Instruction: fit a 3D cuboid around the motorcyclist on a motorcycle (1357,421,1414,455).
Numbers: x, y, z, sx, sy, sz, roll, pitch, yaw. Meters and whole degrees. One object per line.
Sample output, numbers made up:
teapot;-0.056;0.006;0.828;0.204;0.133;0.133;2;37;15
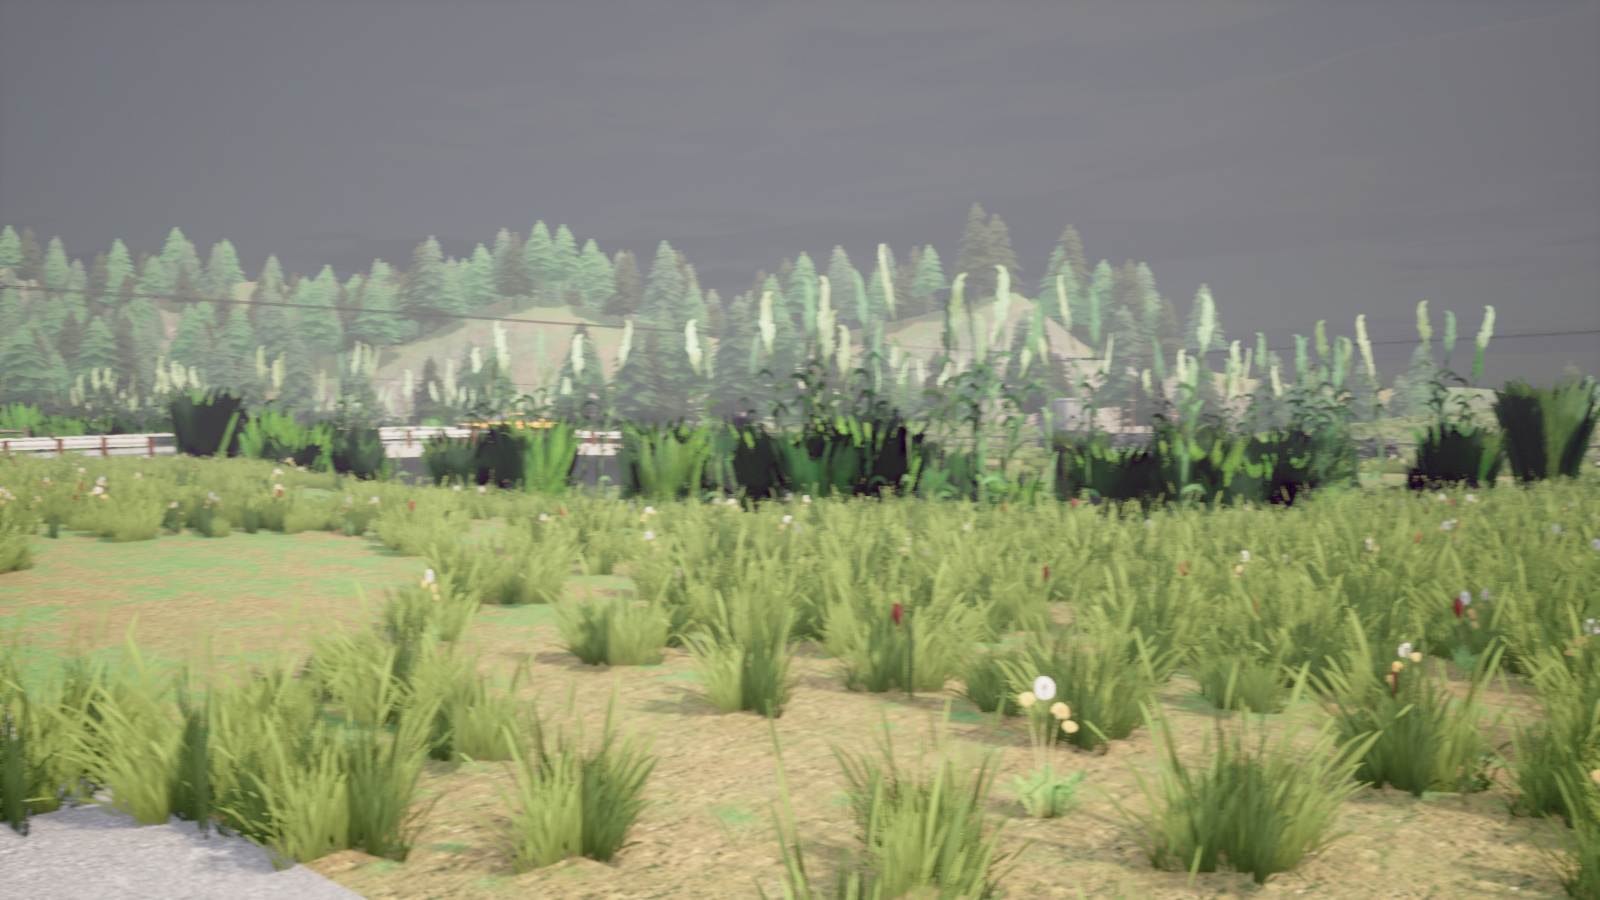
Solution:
motorcyclist on a motorcycle;26.727;-0.537;57.319;0.866;1.530;2.191;-2;1;-42

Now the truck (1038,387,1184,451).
truck;17.788;-1.716;72.252;2.891;3.462;7.936;-2;1;-41

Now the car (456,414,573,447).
car;-13.921;-0.955;61.435;5.366;1.575;1.801;-1;1;-39
